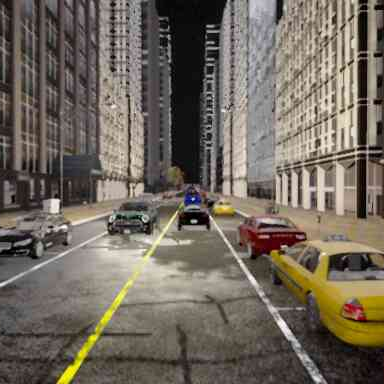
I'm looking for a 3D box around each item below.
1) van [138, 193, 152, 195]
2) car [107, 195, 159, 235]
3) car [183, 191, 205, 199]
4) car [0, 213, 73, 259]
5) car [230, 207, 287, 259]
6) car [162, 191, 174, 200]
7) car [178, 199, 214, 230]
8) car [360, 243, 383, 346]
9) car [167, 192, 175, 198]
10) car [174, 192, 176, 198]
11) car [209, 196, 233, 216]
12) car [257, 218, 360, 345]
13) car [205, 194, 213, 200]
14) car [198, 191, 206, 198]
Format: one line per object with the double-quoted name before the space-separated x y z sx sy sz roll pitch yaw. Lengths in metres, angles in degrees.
"van" -5.677 1.045 40.490 1.690 1.788 3.998 0 0 0
"car" -2.993 1.227 17.642 2.097 1.767 4.553 0 0 0
"car" 0.120 0.926 40.462 2.150 2.045 5.566 0 1 0
"car" -5.689 1.466 11.998 2.008 1.369 4.403 0 0 0
"car" 2.691 1.461 11.992 1.887 1.381 4.507 0 0 0
"car" -5.660 0.969 74.679 1.887 1.381 4.507 0 0 0
"car" 0.108 1.384 19.965 1.812 1.442 4.674 0 0 0
"car" 2.685 1.310 0.595 2.192 1.841 5.009 0 0 0
"car" -5.651 0.712 91.772 1.967 1.590 4.097 0 1 0
"car" -5.658 0.690 80.376 2.192 1.841 5.009 0 1 0
"car" 2.700 1.315 29.257 1.752 1.417 4.829 0 0 0
"car" 2.688 1.480 6.463 1.752 1.417 4.829 0 0 0
"car" 2.705 1.270 40.484 1.947 1.339 4.313 0 0 0
"car" 2.728 0.588 91.765 2.192 1.841 5.009 0 1 0
